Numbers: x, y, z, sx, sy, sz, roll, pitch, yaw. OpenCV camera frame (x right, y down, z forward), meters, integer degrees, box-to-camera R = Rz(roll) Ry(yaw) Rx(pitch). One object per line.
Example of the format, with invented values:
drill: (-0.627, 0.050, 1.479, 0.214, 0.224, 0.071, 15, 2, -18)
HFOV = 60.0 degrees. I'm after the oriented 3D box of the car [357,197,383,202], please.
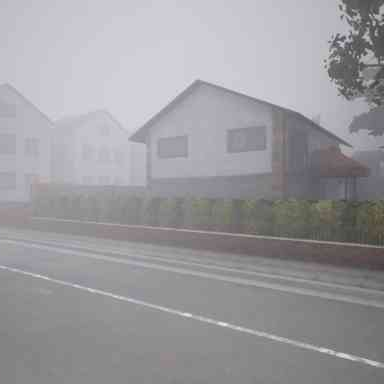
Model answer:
car: (14.618, 1.168, 25.879, 3.806, 1.475, 1.970, 0, 0, 35)
